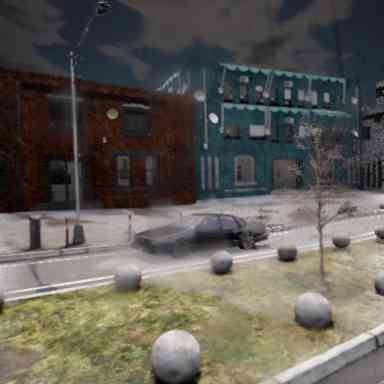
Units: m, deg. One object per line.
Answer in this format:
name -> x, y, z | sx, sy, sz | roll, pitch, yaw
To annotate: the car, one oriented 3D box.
car -> 0.510, 1.508, 12.442 | 5.357, 1.411, 2.033 | 0, 0, -34
